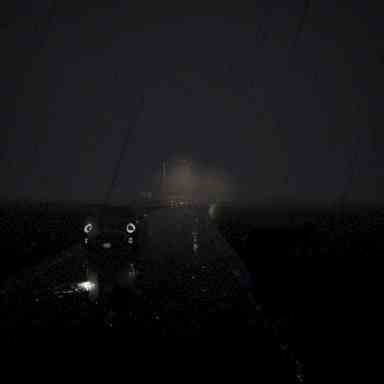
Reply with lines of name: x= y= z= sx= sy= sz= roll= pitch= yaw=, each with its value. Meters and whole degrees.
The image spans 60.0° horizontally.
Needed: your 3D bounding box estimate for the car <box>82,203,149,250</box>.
car: x=-3.088 y=1.328 z=14.220 sx=2.097 sy=1.767 sz=4.553 roll=0 pitch=0 yaw=-1
